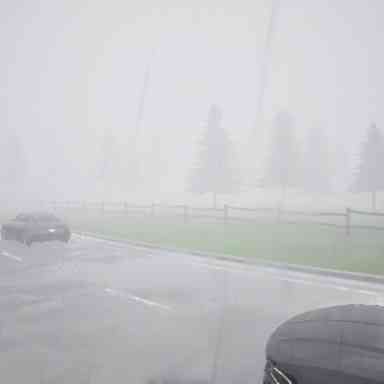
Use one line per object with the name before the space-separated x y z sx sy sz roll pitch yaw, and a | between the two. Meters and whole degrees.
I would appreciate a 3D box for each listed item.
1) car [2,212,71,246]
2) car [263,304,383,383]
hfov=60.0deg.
car | -7.534 1.657 15.935 4.181 1.385 1.994 -1 0 45
car | 2.930 1.471 2.099 5.008 1.535 1.882 0 0 35
